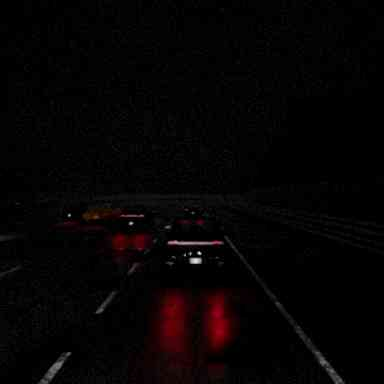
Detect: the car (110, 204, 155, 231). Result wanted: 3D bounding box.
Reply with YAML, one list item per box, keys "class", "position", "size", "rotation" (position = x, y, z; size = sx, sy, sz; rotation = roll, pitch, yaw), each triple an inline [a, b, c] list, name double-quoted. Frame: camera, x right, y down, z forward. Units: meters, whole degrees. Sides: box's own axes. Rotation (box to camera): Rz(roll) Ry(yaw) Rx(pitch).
- class: "car"
  position: [-3.511, 1.629, 21.674]
  size: [2.128, 1.511, 4.902]
  rotation: [0, -1, 0]

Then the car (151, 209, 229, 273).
- class: "car"
  position: [0.094, 1.536, 10.829]
  size: [2.128, 1.511, 4.902]
  rotation: [0, 0, 0]

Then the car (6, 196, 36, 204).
- class: "car"
  position: [-24.542, 1.654, 47.889]
  size: [2.150, 2.045, 5.566]
  rotation: [0, -1, 0]

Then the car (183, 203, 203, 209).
- class: "car"
  position: [0.083, 1.789, 33.035]
  size: [1.812, 1.442, 4.674]
  rotation: [0, -1, 0]

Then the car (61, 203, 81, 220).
- class: "car"
  position: [-10.416, 1.742, 30.676]
  size: [1.837, 1.490, 4.892]
  rotation: [0, -1, 0]

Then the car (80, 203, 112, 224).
- class: "car"
  position: [-6.913, 1.668, 26.430]
  size: [1.882, 1.535, 5.008]
  rotation: [0, -1, 0]
